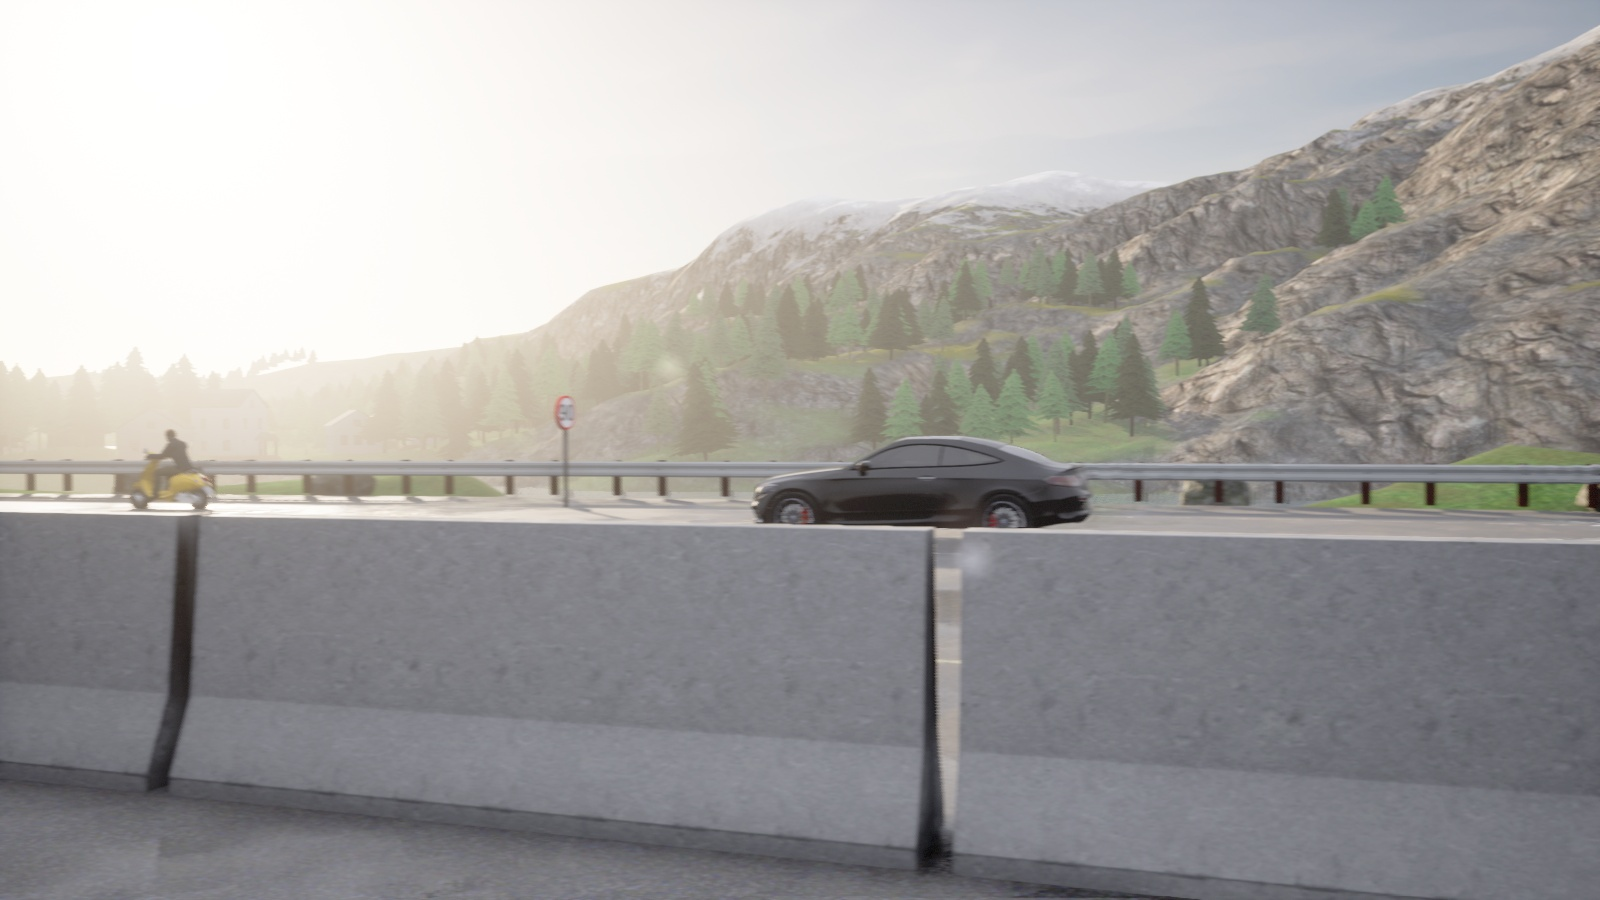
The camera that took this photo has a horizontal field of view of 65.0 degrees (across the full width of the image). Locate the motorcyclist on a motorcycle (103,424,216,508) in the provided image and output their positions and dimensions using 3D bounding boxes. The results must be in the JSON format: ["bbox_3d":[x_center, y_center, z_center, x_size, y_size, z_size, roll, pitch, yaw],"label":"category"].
[{"bbox_3d":[-12.522,0.289,24.566,1.817,1.590,0.866,0,2,12],"label":"motorcyclist on a motorcycle"}]

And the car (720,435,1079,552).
[{"bbox_3d":[1.403,0.535,17.399,4.674,1.442,1.812,0,1,17],"label":"car"}]
